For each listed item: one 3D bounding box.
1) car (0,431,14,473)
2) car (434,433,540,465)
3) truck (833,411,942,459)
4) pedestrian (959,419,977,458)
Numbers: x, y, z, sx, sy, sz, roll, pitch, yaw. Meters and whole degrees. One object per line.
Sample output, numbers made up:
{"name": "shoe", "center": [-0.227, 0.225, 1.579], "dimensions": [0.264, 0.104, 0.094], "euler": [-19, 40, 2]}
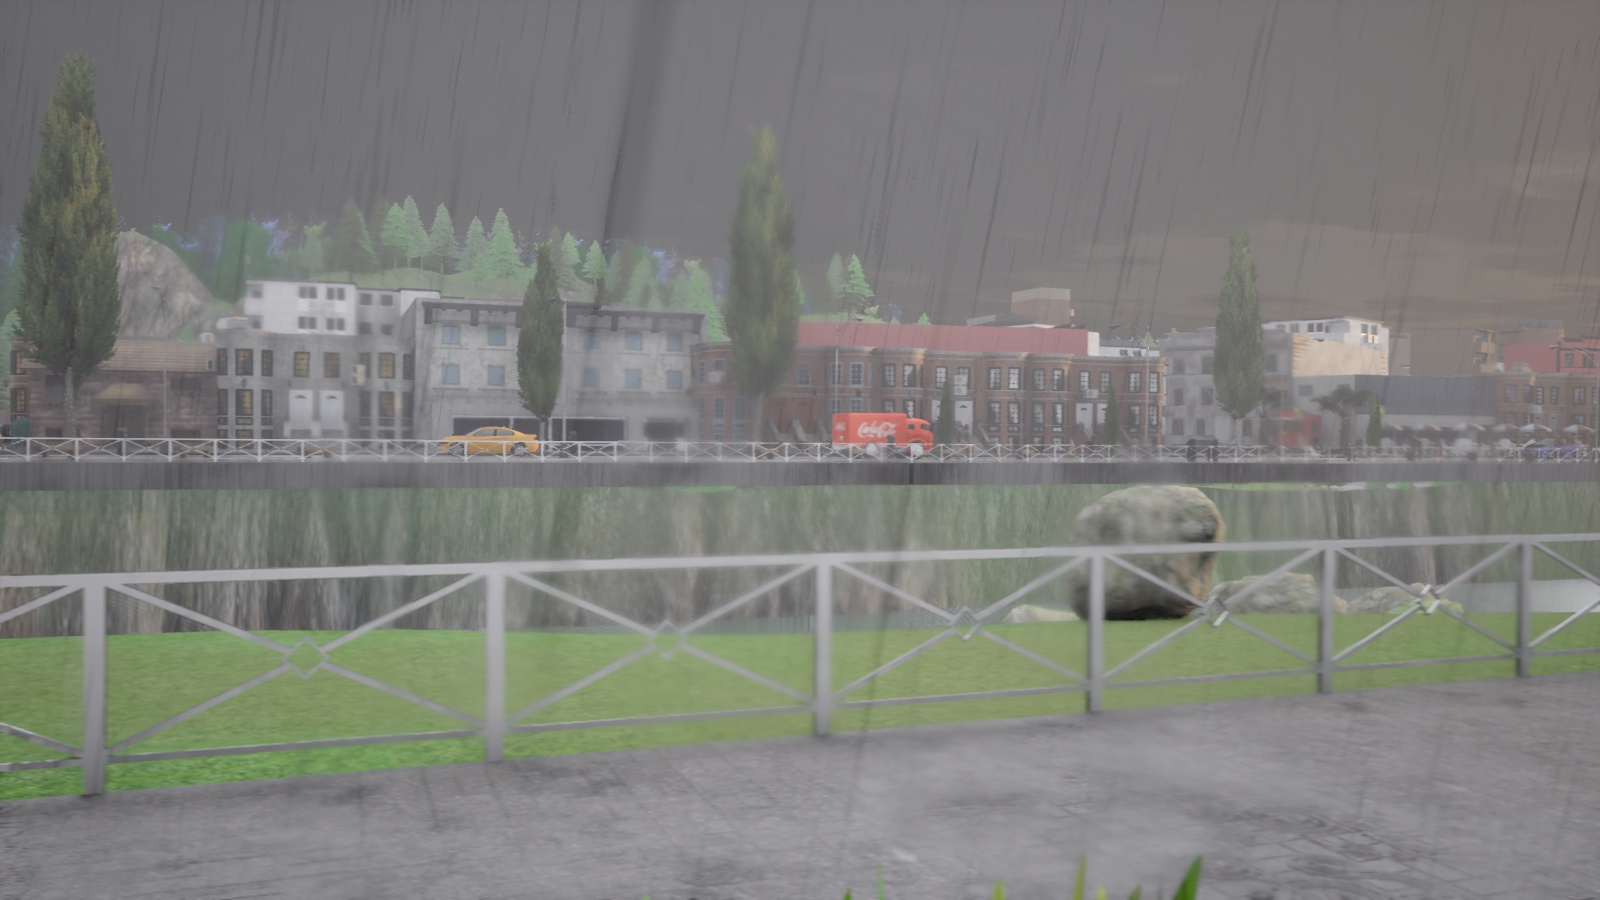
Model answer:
{"name": "car", "center": [-37.611, 0.120, 55.428], "dimensions": [4.605, 1.855, 1.932], "euler": [-1, 1, -21]}
{"name": "car", "center": [-15.870, -0.089, 63.691], "dimensions": [5.008, 1.535, 1.882], "euler": [-1, 1, -21]}
{"name": "truck", "center": [4.664, -0.833, 67.210], "dimensions": [5.204, 2.467, 2.627], "euler": [-1, 1, -21]}
{"name": "pedestrian", "center": [7.931, -0.542, 59.269], "dimensions": [0.694, 1.848, 0.540], "euler": [-1, 1, -13]}
